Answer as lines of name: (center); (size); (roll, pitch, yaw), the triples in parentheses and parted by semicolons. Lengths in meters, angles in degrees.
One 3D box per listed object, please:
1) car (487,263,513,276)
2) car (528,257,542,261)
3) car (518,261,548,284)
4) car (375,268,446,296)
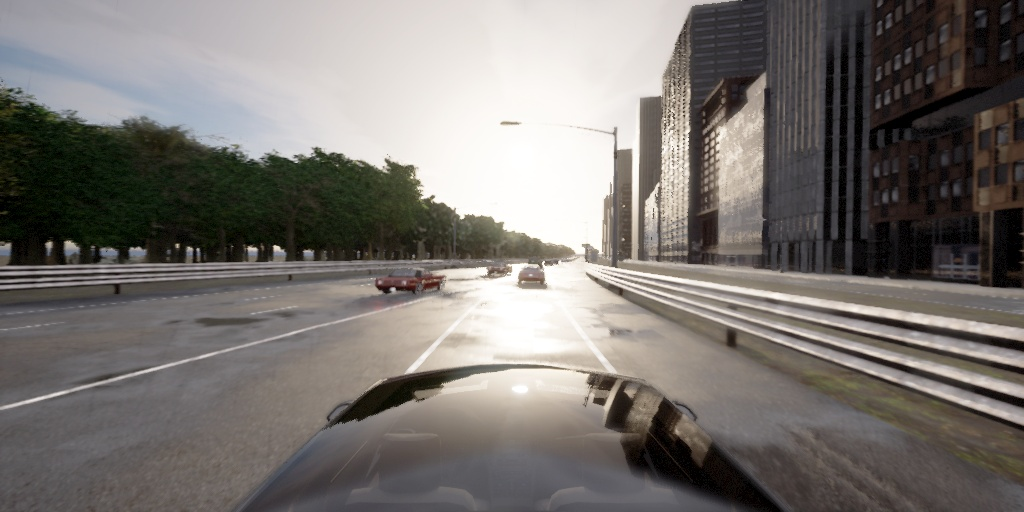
car: (-1.191, 1.390, 38.372); (1.895, 1.301, 4.718); (1, 0, 12)
car: (4.103, 1.129, 63.851); (2.150, 2.045, 5.566); (1, 0, 12)
car: (1.570, 1.358, 27.875); (1.994, 1.385, 4.181); (1, 0, 6)
car: (-5.181, 1.306, 19.128); (1.895, 1.301, 4.718); (1, 0, 12)
